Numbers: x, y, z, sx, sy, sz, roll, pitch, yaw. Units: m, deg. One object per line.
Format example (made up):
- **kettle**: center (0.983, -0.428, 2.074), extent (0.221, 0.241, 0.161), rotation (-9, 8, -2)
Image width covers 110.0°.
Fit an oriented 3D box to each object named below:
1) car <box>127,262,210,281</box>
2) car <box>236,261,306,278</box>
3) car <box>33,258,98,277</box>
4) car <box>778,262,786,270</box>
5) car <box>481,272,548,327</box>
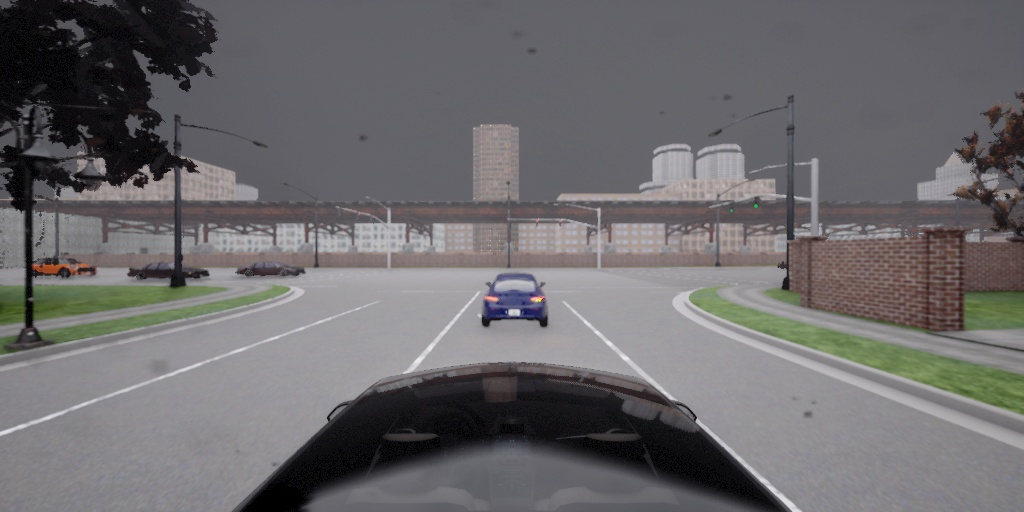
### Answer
- **car**: center (-27.130, 1.190, 28.364), extent (5.357, 1.411, 2.033), rotation (0, 0, 2)
- **car**: center (-21.251, 1.176, 31.687), extent (5.357, 1.411, 2.033), rotation (0, 0, 2)
- **car**: center (-40.389, 0.981, 32.288), extent (4.553, 1.767, 2.097), rotation (0, 0, 2)
- **car**: center (32.859, 0.913, 40.905), extent (4.181, 1.385, 1.994), rotation (-1, 0, 2)
- **car**: center (0.105, 1.238, 11.273), extent (1.812, 1.442, 4.674), rotation (0, 0, 1)
